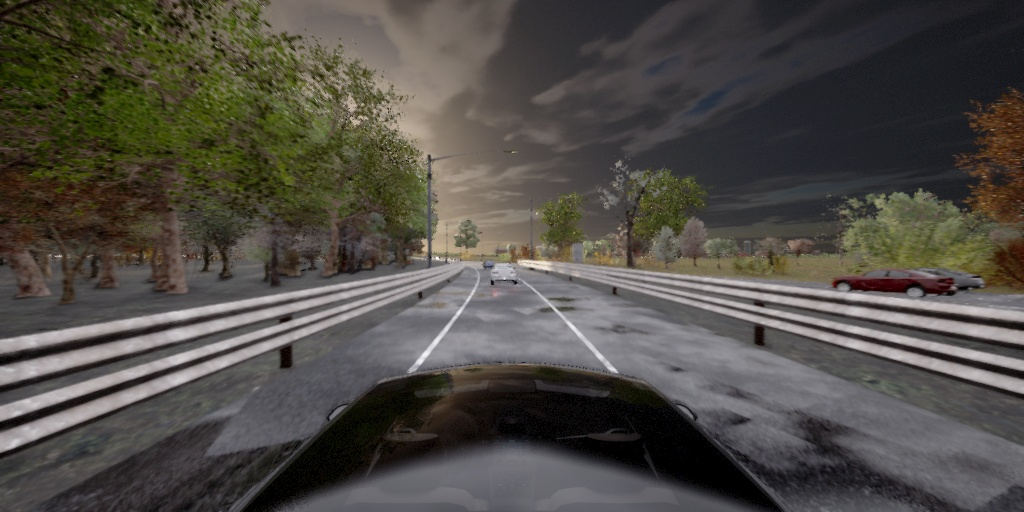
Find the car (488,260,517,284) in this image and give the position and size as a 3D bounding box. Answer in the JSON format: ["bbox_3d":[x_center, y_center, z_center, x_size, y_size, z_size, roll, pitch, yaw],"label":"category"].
[{"bbox_3d":[-0.683,1.273,26.705,1.812,1.442,4.674,0,0,-4],"label":"car"}]

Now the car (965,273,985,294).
[{"bbox_3d":[24.627,1.443,21.722,2.128,1.511,4.902,0,0,-22],"label":"car"}]

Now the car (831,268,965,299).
[{"bbox_3d":[21.382,1.432,20.409,1.882,1.535,5.008,0,0,-22],"label":"car"}]

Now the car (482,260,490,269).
[{"bbox_3d":[-3.562,1.281,55.291,2.033,1.411,5.357,0,0,-9],"label":"car"}]
